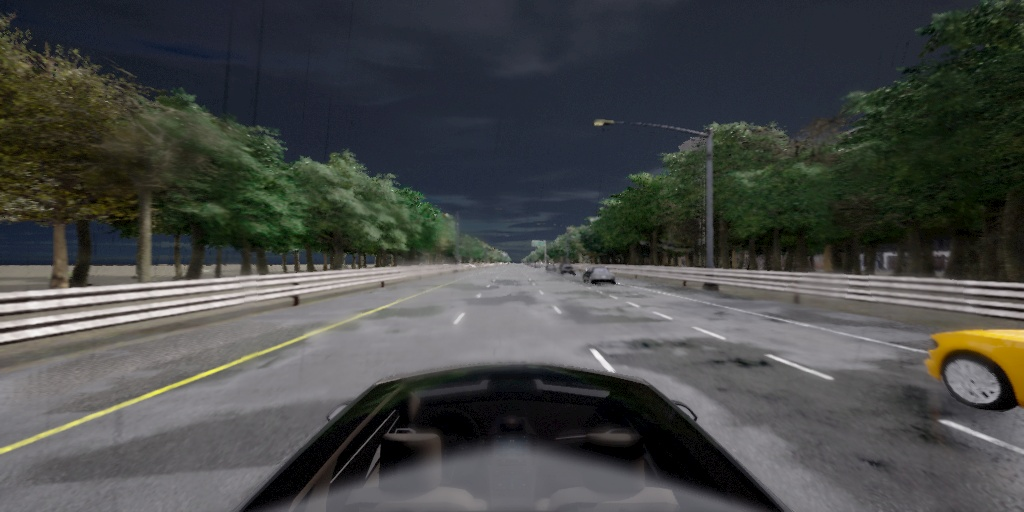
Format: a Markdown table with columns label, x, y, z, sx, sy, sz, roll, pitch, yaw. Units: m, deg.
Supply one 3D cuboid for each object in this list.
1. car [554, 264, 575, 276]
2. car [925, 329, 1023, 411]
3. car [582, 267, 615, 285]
| label | x | y | z | sx | sy | sz | roll | pitch | yaw |
| --- | --- | --- | --- | --- | --- | --- | --- | --- | --- |
| car | 7.106 | 1.809 | 47.418 | 1.837 | 1.490 | 4.892 | 0 | -1 | 0 |
| car | 7.001 | 1.241 | 3.134 | 1.882 | 1.535 | 5.008 | 0 | 0 | 0 |
| car | 7.038 | 1.584 | 29.467 | 1.994 | 1.385 | 4.181 | 0 | -1 | 0 |
